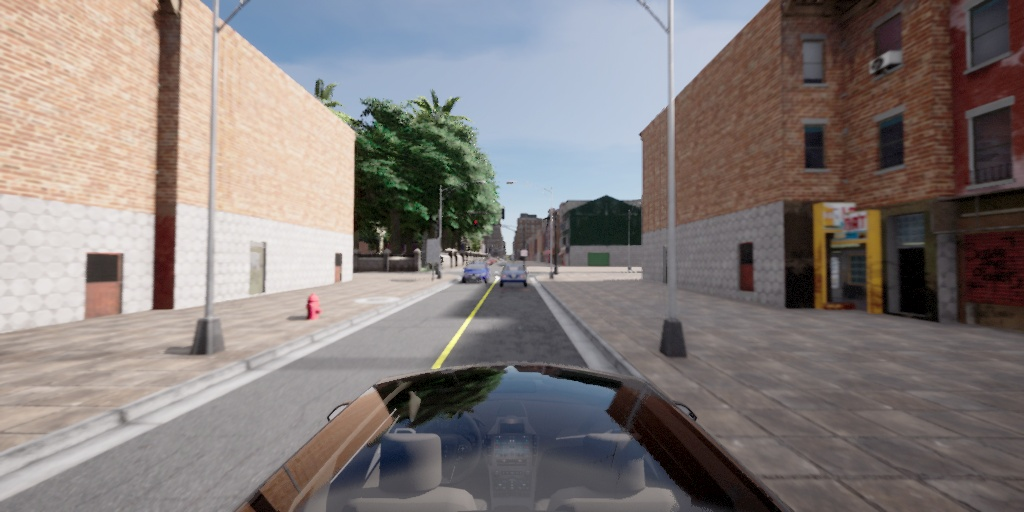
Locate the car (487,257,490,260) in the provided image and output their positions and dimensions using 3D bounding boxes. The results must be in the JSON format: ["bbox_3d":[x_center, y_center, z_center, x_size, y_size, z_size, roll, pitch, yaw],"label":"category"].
[{"bbox_3d":[-5.323,1.270,60.890,2.007,1.370,4.403,0,0,0],"label":"car"}]

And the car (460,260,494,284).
[{"bbox_3d":[-2.652,1.249,27.266,1.812,1.442,4.674,0,0,0],"label":"car"}]

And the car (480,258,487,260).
[{"bbox_3d":[-5.322,1.265,53.754,2.007,1.370,4.403,0,0,0],"label":"car"}]

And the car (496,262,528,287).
[{"bbox_3d":[0.109,1.282,24.590,2.033,1.411,5.357,0,0,1],"label":"car"}]
